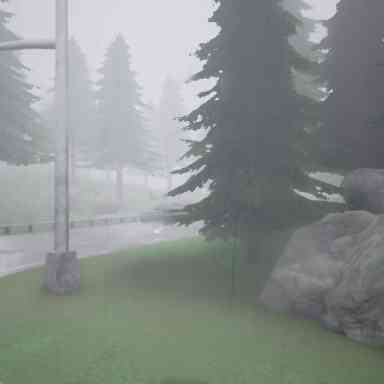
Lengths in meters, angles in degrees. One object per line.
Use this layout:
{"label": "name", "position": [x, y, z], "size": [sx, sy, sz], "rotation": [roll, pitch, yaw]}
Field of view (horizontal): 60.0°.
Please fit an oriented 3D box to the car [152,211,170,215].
{"label": "car", "position": [-1.782, 1.527, 24.279], "size": [1.812, 1.442, 4.674], "rotation": [0, 0, 35]}
